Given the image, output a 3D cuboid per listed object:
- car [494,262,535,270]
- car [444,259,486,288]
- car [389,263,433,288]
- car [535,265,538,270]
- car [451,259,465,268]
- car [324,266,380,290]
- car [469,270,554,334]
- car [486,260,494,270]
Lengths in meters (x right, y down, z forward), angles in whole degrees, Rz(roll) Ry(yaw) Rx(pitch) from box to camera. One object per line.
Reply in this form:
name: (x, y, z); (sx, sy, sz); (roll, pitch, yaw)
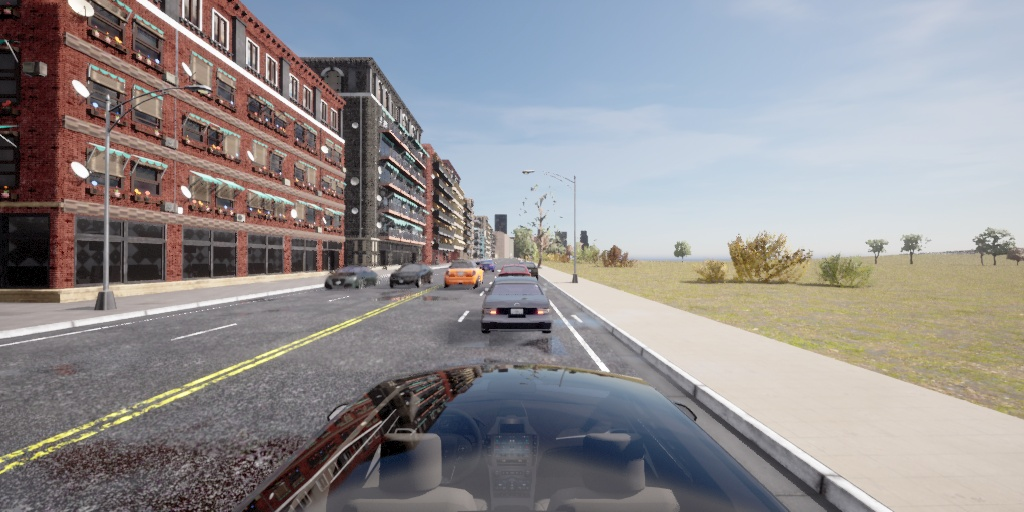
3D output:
car: (0.144, 1.231, 21.167); (1.882, 1.535, 5.008); (0, 0, 0)
car: (-3.103, 1.105, 23.857); (2.097, 1.767, 4.553); (0, 0, 0)
car: (-6.554, 1.231, 23.760); (1.882, 1.535, 5.008); (0, 0, 0)
car: (1.199, 1.232, 30.605); (1.882, 1.535, 5.008); (0, 0, 0)
car: (-9.662, 1.255, 64.563); (1.837, 1.490, 4.892); (0, 0, 1)
car: (-9.808, 1.317, 22.238); (1.994, 1.385, 4.181); (0, 0, 0)
car: (0.118, 1.299, 10.627); (2.033, 1.411, 5.357); (0, 0, 0)
car: (-3.057, 1.280, 44.977); (1.812, 1.442, 4.674); (0, 0, 0)
